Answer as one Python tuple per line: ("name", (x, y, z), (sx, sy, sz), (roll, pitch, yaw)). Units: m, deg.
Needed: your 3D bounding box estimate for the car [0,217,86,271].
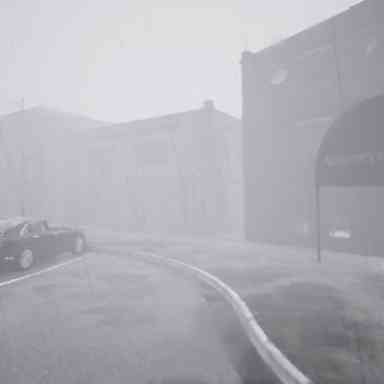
("car", (-5.508, 1.607, 11.477), (2.231, 1.521, 4.892), (0, -1, 12))
